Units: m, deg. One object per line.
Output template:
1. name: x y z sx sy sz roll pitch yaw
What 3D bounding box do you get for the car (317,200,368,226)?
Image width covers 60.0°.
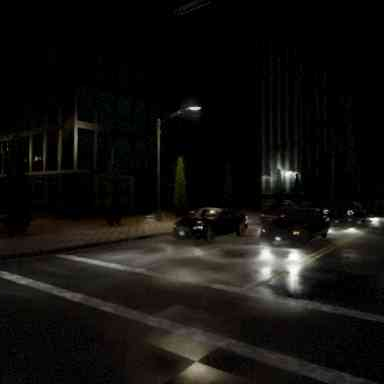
1. car: 10.838 1.365 23.723 2.097 1.767 4.553 0 0 36

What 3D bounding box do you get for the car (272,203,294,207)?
1. car: 6.513 1.541 23.742 1.812 1.442 4.674 0 0 36

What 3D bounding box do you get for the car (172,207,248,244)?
1. car: 1.000 1.513 16.291 2.128 1.511 4.902 0 0 36

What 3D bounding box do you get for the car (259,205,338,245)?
1. car: 5.159 1.567 16.031 2.033 1.411 5.357 0 0 36

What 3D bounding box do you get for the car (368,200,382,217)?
1. car: 16.924 1.512 31.942 1.837 1.490 4.892 0 0 37

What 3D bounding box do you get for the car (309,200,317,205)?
1. car: 12.571 1.500 31.944 2.128 1.511 4.902 0 0 37
